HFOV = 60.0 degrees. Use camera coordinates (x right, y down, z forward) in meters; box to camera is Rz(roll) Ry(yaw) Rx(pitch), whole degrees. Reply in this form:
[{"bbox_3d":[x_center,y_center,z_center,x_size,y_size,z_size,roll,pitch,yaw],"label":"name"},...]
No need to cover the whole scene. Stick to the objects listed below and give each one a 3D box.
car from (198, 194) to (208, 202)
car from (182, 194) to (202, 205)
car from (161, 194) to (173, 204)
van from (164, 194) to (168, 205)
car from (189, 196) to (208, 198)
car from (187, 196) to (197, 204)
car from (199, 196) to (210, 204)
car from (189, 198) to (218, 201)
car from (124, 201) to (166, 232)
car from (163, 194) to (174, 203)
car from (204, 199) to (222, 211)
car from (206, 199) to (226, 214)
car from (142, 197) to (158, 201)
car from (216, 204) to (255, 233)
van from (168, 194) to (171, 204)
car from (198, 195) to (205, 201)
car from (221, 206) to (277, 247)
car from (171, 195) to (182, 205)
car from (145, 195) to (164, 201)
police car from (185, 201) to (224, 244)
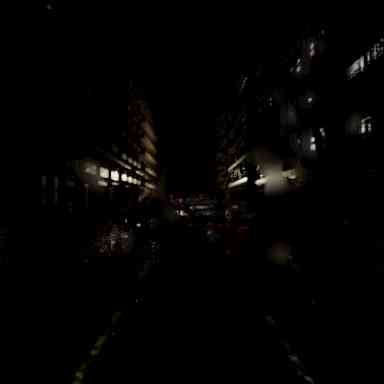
[{"bbox_3d":[2.594,1.509,81.488,2.192,1.841,5.009,1,0,0],"label":"car"},{"bbox_3d":[0.025,1.305,51.538,2.150,2.045,5.566,0,0,0],"label":"car"},{"bbox_3d":[-5.257,1.464,70.490,2.192,1.841,5.009,1,0,0],"label":"car"},{"bbox_3d":[-5.265,1.431,53.897,1.690,1.788,3.998,2,0,0],"label":"van"},{"bbox_3d":[0.841,1.493,31.982,1.801,1.575,5.366,0,0,0],"label":"car"},{"bbox_3d":[0.032,1.610,66.512,1.882,1.535,5.008,0,0,0],"label":"car"},{"bbox_3d":[2.628,1.589,70.426,1.967,1.590,4.097,1,0,0],"label":"car"},{"bbox_3d":[0.838,1.481,25.980,1.801,1.575,5.366,0,0,0],"label":"car"},{"bbox_3d":[-2.840,1.521,20.165,1.837,1.490,4.892,0,0,0],"label":"car"},{"bbox_3d":[-5.254,1.486,76.020,2.192,1.841,5.009,1,0,0],"label":"car"},{"bbox_3d":[2.604,1.612,42.772,2.008,1.369,4.403,1,0,0],"label":"car"},{"bbox_3d":[2.602,1.593,37.240,1.887,1.381,4.507,1,0,0],"label":"car"},{"bbox_3d":[-5.277,1.574,37.137,1.752,1.417,4.829,2,0,0],"label":"car"},{"bbox_3d":[2.595,1.543,20.820,1.752,1.417,4.829,1,0,0],"label":"car"},{"bbox_3d":[-5.263,1.450,59.429,1.690,1.788,3.998,1,0,0],"label":"van"},{"bbox_3d":[2.596,1.687,92.550,1.967,1.590,4.097,1,0,0],"label":"car"},{"bbox_3d":[2.592,1.555,15.118,1.887,1.381,4.507,1,0,0],"label":"car"},{"bbox_3d":[-2.764,1.465,60.750,2.097,1.767,4.553,0,0,1],"label":"car"},{"bbox_3d":[-5.269,1.376,42.839,2.192,1.841,5.009,2,0,0],"label":"car"},{"bbox_3d":[0.717,1.437,15.893,1.930,1.638,5.238,0,0,0],"label":"police car"}]
